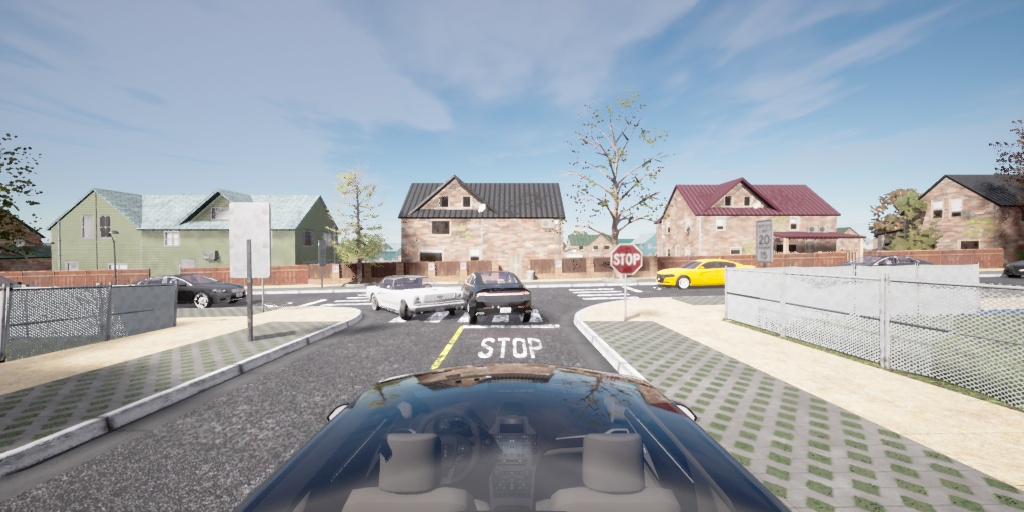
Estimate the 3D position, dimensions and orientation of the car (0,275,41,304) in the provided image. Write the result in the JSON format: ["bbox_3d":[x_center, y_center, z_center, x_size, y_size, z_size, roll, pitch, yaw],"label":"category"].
[{"bbox_3d":[-24.230,1.648,16.312,4.553,1.767,2.097,-1,1,0],"label":"car"}]

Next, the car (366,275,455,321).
[{"bbox_3d":[-3.595,1.367,12.844,1.895,1.301,4.718,0,0,-38],"label":"car"}]

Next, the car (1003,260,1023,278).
[{"bbox_3d":[29.699,0.543,19.441,4.181,1.385,1.994,-1,1,0],"label":"car"}]

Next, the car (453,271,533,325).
[{"bbox_3d":[-0.678,1.242,11.983,2.128,1.511,4.902,0,0,-12],"label":"car"}]

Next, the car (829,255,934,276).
[{"bbox_3d":[19.821,0.703,19.416,4.902,1.511,2.128,-1,1,0],"label":"car"}]

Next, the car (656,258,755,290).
[{"bbox_3d":[10.391,0.911,19.348,5.008,1.535,1.882,-1,1,-1],"label":"car"}]

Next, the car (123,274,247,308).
[{"bbox_3d":[-14.892,1.566,16.347,4.902,1.511,2.128,-1,1,0],"label":"car"}]
